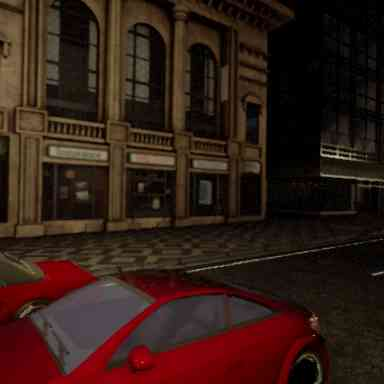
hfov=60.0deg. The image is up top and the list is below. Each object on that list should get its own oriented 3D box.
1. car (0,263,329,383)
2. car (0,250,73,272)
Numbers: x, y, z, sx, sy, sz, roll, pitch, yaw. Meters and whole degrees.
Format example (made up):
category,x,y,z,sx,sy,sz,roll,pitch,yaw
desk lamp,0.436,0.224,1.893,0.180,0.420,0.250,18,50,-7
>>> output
category,x,y,z,sx,sy,sz,roll,pitch,yaw
car,-0.536,1.569,3.302,4.181,1.385,1.994,0,0,-35
car,-3.908,1.599,4.889,4.718,1.301,1.895,0,0,-35
